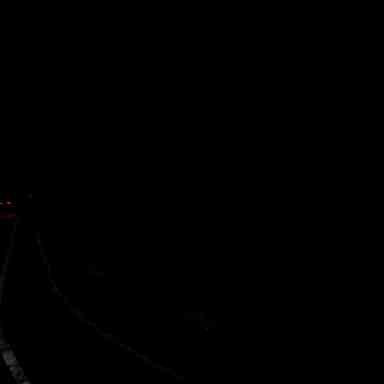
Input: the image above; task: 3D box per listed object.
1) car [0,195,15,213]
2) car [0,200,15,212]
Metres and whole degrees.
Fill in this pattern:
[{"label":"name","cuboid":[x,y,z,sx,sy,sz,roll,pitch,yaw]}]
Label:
[{"label":"car","cuboid":[-22.160,1.426,39.042,2.150,2.045,5.566,1,-2,-27]},{"label":"car","cuboid":[-26.855,1.969,48.294,1.882,1.535,5.008,1,-1,-27]}]
